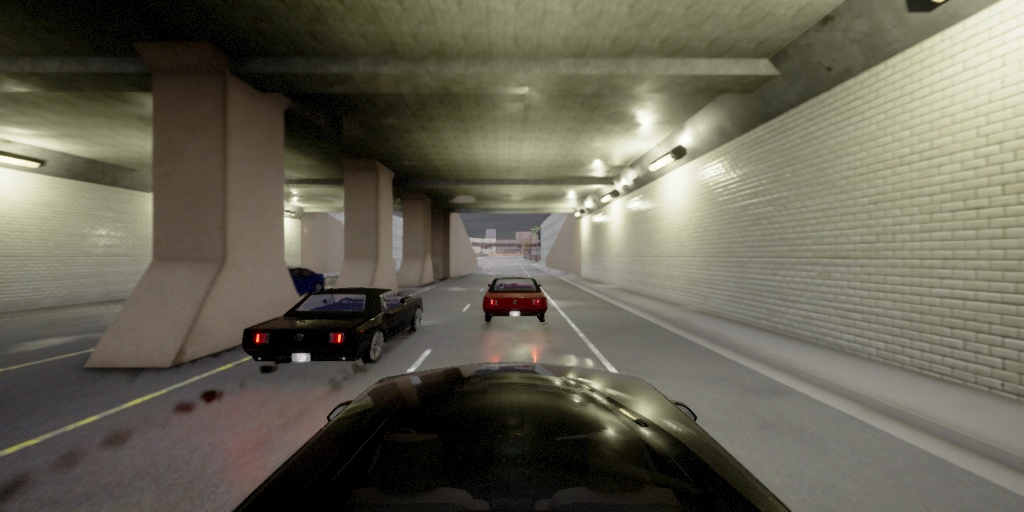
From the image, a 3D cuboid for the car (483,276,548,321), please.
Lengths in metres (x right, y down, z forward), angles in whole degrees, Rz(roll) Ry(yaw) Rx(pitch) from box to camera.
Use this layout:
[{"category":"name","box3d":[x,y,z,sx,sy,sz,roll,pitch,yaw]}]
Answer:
[{"category":"car","box3d":[0.086,1.353,12.417,1.895,1.301,4.718,0,0,0]}]

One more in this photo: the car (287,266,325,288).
[{"category":"car","box3d":[-10.601,1.230,16.492,1.882,1.535,5.008,0,0,0]}]

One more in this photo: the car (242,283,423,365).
[{"category":"car","box3d":[-3.400,1.352,8.014,1.895,1.301,4.718,0,0,0]}]
